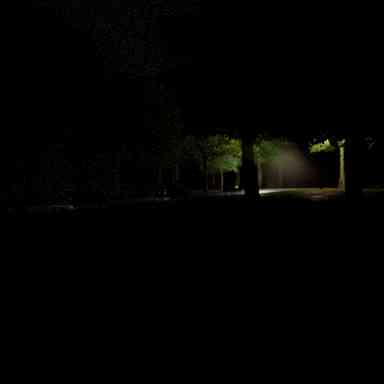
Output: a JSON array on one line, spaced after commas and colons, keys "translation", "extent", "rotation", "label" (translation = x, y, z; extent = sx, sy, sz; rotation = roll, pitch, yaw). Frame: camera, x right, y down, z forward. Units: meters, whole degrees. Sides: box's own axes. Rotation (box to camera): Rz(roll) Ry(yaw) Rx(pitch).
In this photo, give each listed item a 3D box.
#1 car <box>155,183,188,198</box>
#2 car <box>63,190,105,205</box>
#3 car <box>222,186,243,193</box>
[{"translation": [-2.815, -0.296, 47.583], "extent": [2.150, 2.045, 5.566], "rotation": [-1, 1, 37], "label": "car"}, {"translation": [-11.648, 0.566, 36.161], "extent": [1.812, 1.442, 4.674], "rotation": [-1, 2, 40], "label": "car"}, {"translation": [7.357, -0.468, 60.634], "extent": [1.895, 1.301, 4.718], "rotation": [-1, 2, 38], "label": "car"}]
